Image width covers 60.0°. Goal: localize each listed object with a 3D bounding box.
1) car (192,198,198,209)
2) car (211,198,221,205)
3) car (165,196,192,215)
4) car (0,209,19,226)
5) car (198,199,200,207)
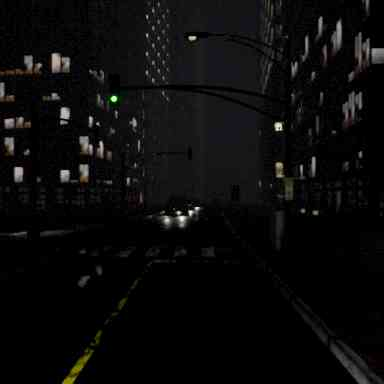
[{"bbox_3d":[-0.736,1.770,47.447,1.882,1.535,5.008,0,0,6],"label":"car"},{"bbox_3d":[4.774,1.933,67.252,2.033,1.411,5.357,0,0,8],"label":"car"},{"bbox_3d":[-1.618,1.459,37.412,2.150,2.045,5.566,0,0,5],"label":"car"},{"bbox_3d":[-16.568,2.047,27.491,4.403,1.369,2.008,-1,0,10],"label":"car"},{"bbox_3d":[0.370,1.849,57.684,1.837,1.490,4.892,0,0,7],"label":"car"}]
